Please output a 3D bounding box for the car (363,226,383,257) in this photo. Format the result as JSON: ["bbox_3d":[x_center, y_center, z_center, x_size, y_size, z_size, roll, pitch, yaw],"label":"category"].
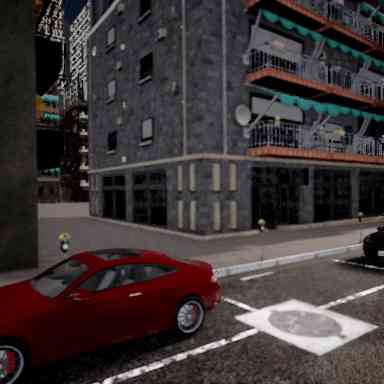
[{"bbox_3d":[7.767,1.549,11.655,4.313,1.339,1.947,0,-1,-36],"label":"car"}]

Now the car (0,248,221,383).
[{"bbox_3d":[-1.432,1.580,5.088,4.206,1.307,1.802,0,-1,-36],"label":"car"}]
